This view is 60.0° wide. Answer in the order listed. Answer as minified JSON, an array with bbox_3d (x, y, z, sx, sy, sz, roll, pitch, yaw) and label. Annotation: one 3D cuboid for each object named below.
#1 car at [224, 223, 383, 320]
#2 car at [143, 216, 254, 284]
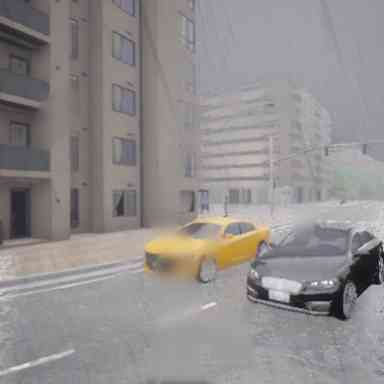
[{"bbox_3d":[3.048,1.526,7.620,2.128,1.511,4.902,-1,0,39],"label":"car"},{"bbox_3d":[0.682,1.545,10.194,1.882,1.535,5.008,0,0,38],"label":"car"}]
